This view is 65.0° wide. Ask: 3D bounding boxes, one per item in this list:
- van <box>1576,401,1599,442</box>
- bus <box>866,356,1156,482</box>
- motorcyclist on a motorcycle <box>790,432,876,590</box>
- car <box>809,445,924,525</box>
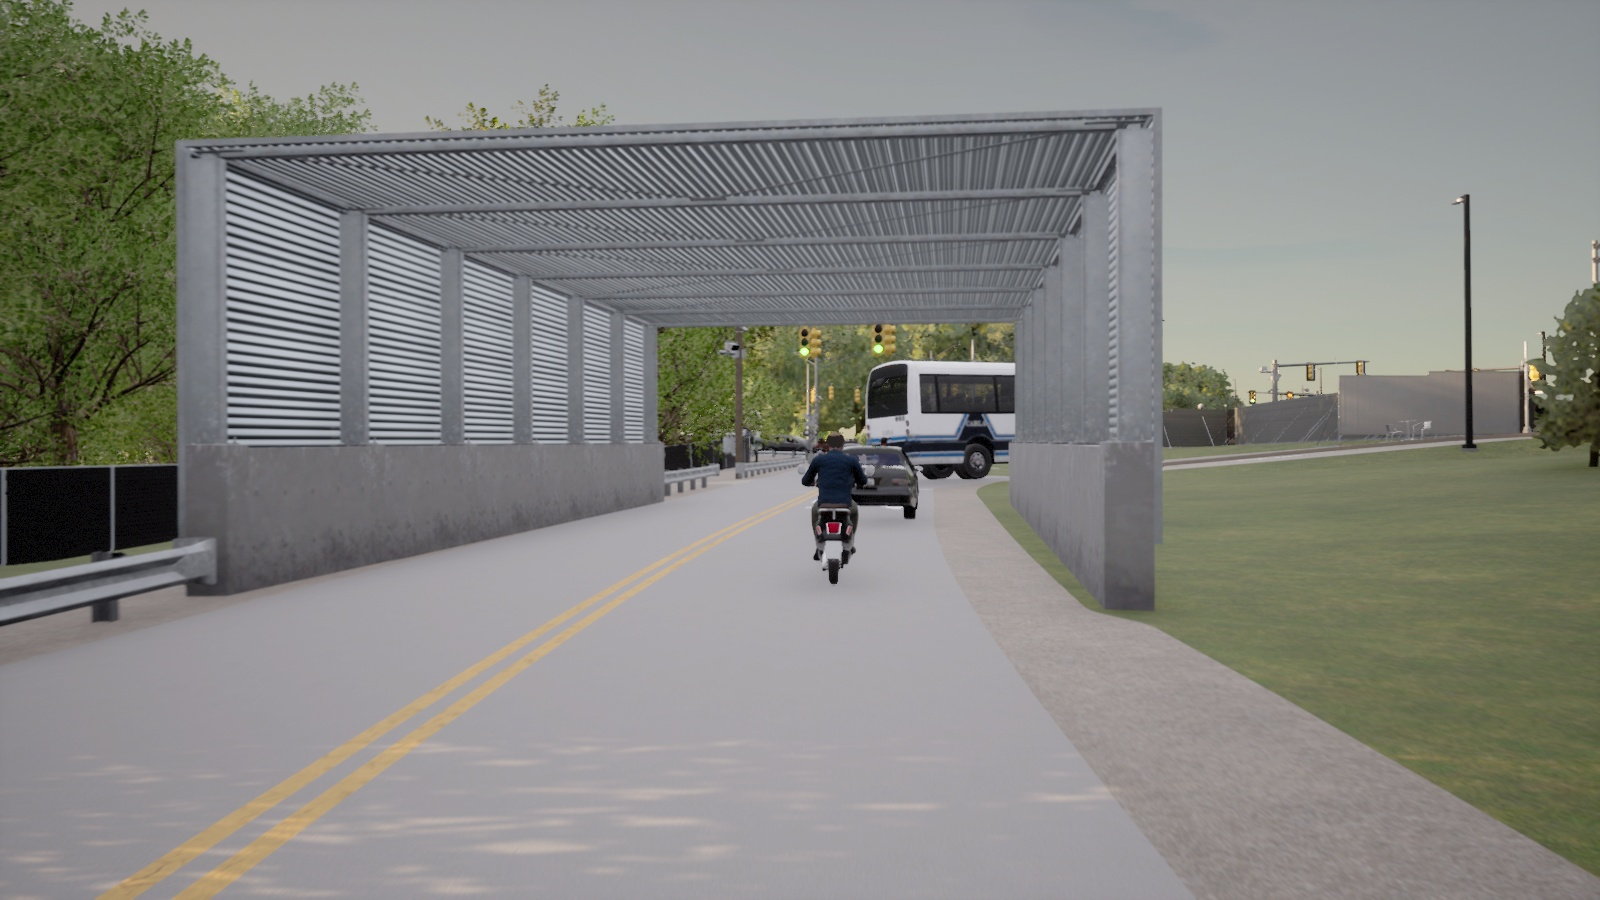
[{"bbox_3d":[41.054,-1.441,62.464,2.069,2.038,4.480,0,-1,-1],"label":"van"},{"bbox_3d":[7.962,-1.083,46.929,10.273,4.253,3.944,-1,-2,-27],"label":"bus"},{"bbox_3d":[0.373,0.612,13.628,0.866,1.590,1.817,0,0,3],"label":"motorcyclist on a motorcycle"},{"bbox_3d":[1.465,0.625,25.418,2.033,1.411,5.357,0,0,6],"label":"car"}]
